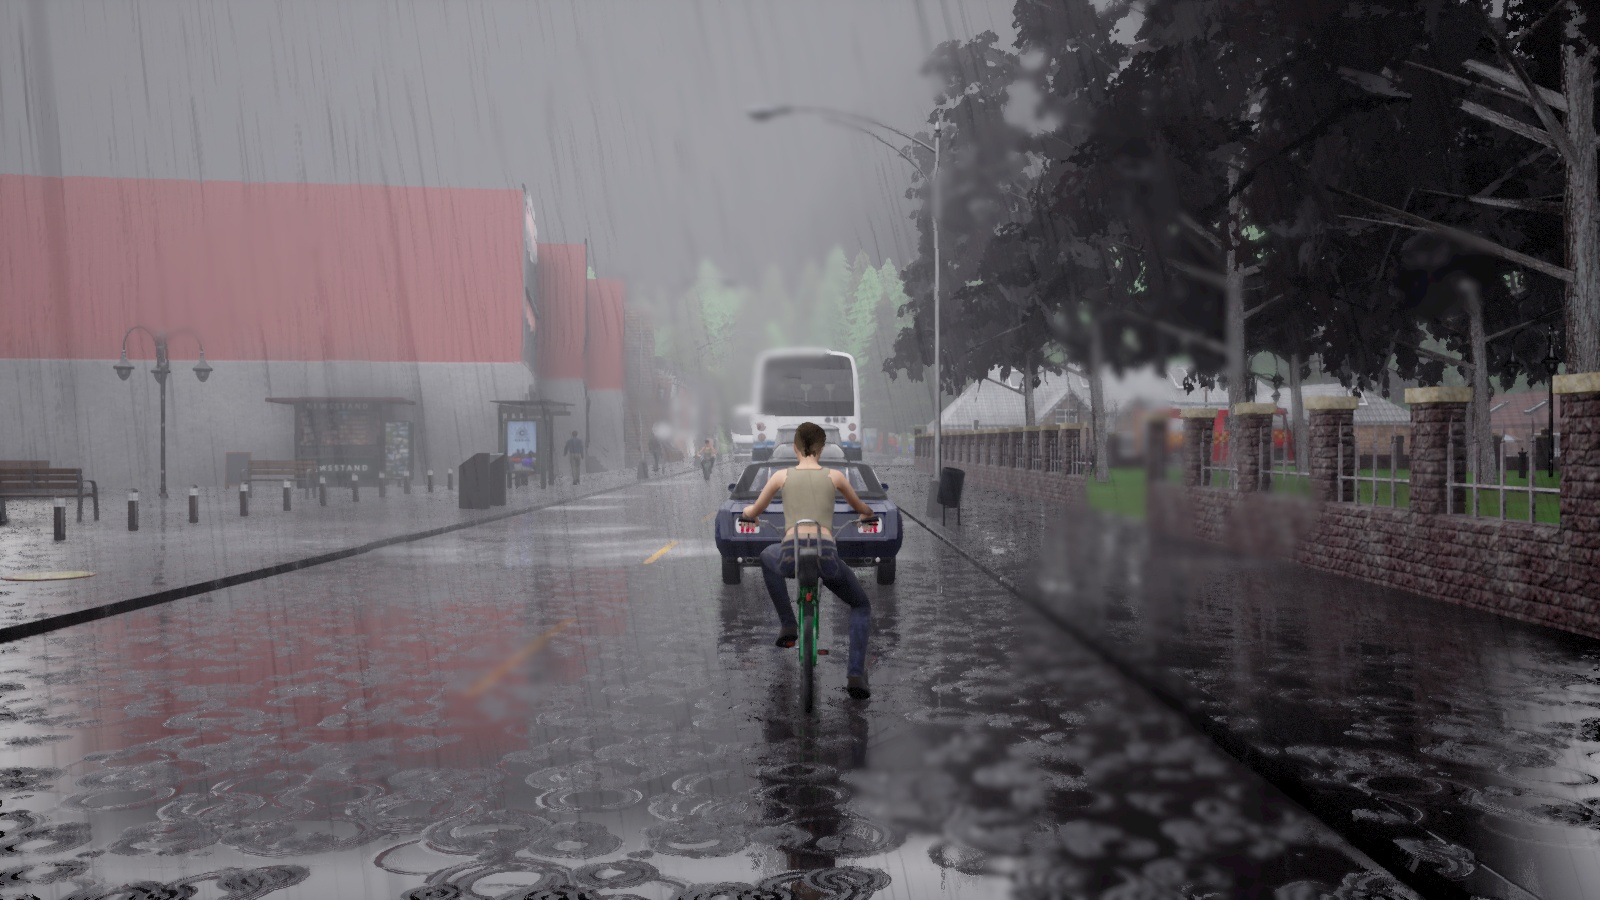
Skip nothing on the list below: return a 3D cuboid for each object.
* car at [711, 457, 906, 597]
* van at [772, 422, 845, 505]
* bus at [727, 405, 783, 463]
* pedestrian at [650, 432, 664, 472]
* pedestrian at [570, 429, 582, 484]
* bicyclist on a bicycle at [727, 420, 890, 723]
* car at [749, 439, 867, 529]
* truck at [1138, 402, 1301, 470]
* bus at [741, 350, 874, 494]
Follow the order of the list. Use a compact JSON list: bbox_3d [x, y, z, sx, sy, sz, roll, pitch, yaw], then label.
[{"bbox_3d":[0.096,0.764,14.566,1.895,1.301,4.718,0,0,0],"label":"car"},{"bbox_3d":[0.217,0.314,32.578,1.775,1.987,4.442,0,0,0],"label":"van"},{"bbox_3d":[-3.348,-1.184,97.211,3.944,4.253,10.273,0,0,0],"label":"bus"},{"bbox_3d":[-6.891,0.099,60.466,0.402,1.930,0.666,0,0,20],"label":"pedestrian"},{"bbox_3d":[-7.551,0.210,42.264,0.370,1.835,0.726,0,0,-8],"label":"pedestrian"},{"bbox_3d":[0.050,0.640,7.437,0.866,1.612,1.509,0,1,0],"label":"bicyclist on a bicycle"},{"bbox_3d":[0.156,0.560,23.591,2.007,1.525,4.514,0,0,0],"label":"car"},{"bbox_3d":[24.151,-0.810,72.529,8.468,3.827,2.891,0,0,-1],"label":"truck"},{"bbox_3d":[0.289,-0.870,42.315,3.944,4.253,10.273,0,0,1],"label":"bus"}]
